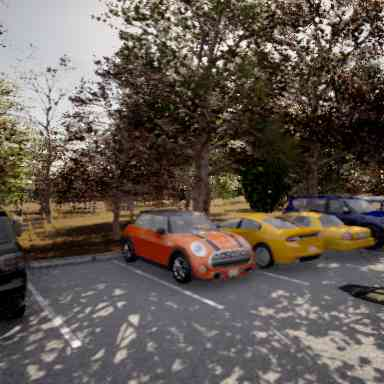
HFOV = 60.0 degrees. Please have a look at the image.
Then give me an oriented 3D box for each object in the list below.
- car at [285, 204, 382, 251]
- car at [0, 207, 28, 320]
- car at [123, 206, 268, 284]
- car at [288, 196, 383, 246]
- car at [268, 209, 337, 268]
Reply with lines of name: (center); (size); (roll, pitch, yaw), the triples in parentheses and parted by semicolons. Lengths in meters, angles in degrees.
car: (4.264, 1.459, 13.331); (1.946, 1.575, 5.366); (0, 0, -36)
car: (-4.823, 1.227, 6.655); (2.435, 2.045, 5.566); (0, 0, -36)
car: (-0.282, 1.360, 9.898); (2.185, 1.767, 4.553); (0, 0, -36)
car: (6.654, 1.197, 14.774); (2.435, 2.045, 5.566); (0, 0, -36)
car: (2.007, 1.476, 11.487); (2.097, 1.535, 5.008); (0, 0, -36)
